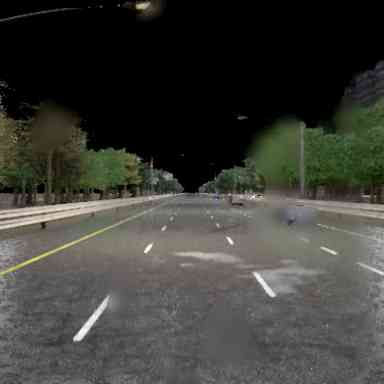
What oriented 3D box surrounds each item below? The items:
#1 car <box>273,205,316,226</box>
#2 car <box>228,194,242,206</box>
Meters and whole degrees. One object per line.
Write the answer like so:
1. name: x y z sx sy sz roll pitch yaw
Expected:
1. car: 7.021 1.569 23.219 1.994 1.385 4.181 0 0 0
2. car: 7.111 1.550 55.018 2.033 1.411 5.357 0 0 0
